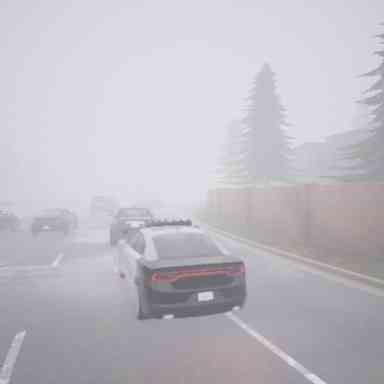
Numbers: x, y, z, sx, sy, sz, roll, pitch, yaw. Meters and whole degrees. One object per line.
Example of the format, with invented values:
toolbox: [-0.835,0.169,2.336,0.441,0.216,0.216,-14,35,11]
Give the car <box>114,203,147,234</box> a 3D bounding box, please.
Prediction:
car: [-3.851,1.553,21.269,1.801,1.575,5.366,0,0,-9]

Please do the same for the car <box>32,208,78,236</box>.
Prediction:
car: [-7.907,1.650,19.379,1.812,1.442,4.674,0,0,-10]

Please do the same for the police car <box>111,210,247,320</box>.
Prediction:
police car: [-0.589,1.453,7.698,1.930,1.638,5.238,0,0,-18]

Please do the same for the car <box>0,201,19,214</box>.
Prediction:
car: [-23.223,1.883,40.485,1.994,1.385,4.181,-1,0,3]

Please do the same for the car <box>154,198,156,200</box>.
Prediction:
car: [-5.868,1.733,38.635,1.994,1.385,4.181,0,0,5]

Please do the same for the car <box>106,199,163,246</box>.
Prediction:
car: [-2.842,1.424,15.935,2.097,1.767,4.553,0,0,-12]

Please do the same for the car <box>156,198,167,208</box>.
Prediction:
car: [-5.058,1.699,48.588,1.837,1.490,4.892,-1,0,11]

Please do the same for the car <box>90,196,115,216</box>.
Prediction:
car: [-9.240,1.411,35.778,2.150,2.045,5.566,-1,0,0]

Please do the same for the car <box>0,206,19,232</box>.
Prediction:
car: [-11.319,1.643,18.678,2.128,1.511,4.902,0,0,-10]
